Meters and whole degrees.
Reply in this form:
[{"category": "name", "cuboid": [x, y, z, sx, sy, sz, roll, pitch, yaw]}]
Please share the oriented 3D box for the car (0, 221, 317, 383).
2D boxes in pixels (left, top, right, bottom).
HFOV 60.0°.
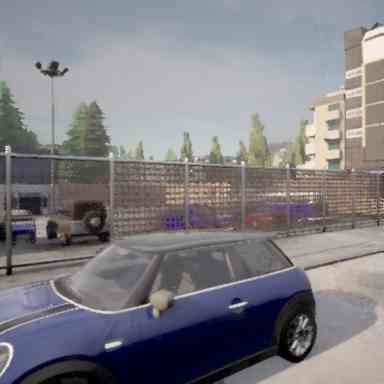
[{"category": "car", "cuboid": [-0.493, 1.338, 4.235, 4.553, 1.767, 2.097, 0, 0, -35]}]
